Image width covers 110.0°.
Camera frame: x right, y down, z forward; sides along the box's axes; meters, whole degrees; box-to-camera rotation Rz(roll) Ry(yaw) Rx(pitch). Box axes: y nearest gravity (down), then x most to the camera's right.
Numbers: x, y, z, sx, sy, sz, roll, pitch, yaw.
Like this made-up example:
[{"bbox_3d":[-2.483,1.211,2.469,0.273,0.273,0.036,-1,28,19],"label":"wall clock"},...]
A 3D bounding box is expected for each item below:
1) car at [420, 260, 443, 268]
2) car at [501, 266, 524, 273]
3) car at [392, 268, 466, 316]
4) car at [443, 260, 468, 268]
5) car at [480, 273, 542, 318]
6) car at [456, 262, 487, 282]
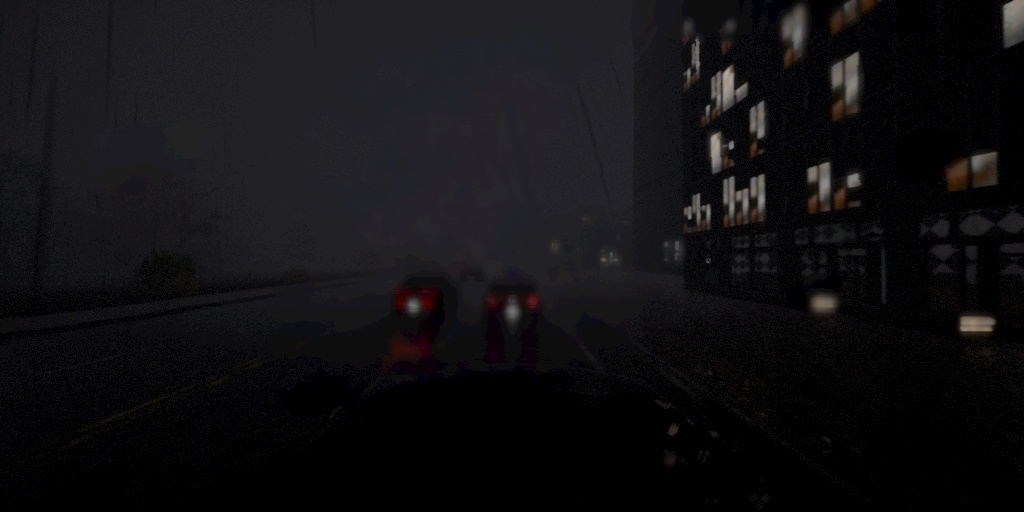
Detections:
[{"bbox_3d":[-9.771,1.444,44.141,2.150,2.045,5.566,0,-1,1],"label":"car"},{"bbox_3d":[0.059,1.589,29.887,1.812,1.442,4.674,0,0,0],"label":"car"},{"bbox_3d":[-3.199,1.395,14.170,1.837,1.490,4.892,0,0,1],"label":"car"},{"bbox_3d":[-6.520,1.445,44.142,2.150,2.045,5.566,0,-1,1],"label":"car"},{"bbox_3d":[0.043,1.483,13.537,1.895,1.301,4.718,0,-1,1],"label":"car"},{"bbox_3d":[-3.188,1.546,30.333,1.882,1.535,5.008,0,0,0],"label":"car"}]
